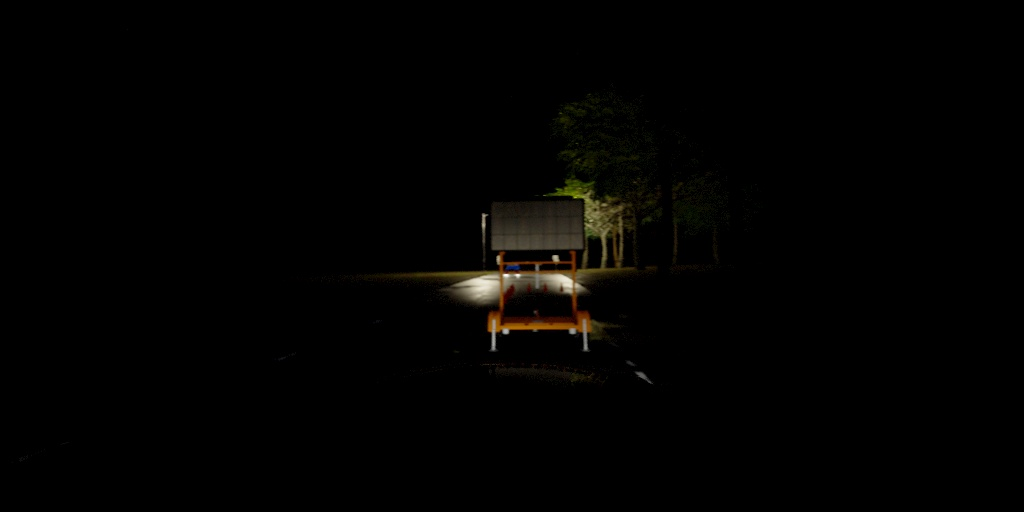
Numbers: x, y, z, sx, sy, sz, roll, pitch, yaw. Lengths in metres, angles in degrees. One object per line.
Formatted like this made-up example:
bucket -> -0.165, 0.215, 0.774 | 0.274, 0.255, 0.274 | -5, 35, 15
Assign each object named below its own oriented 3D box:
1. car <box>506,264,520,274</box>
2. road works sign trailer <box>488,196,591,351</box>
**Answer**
car -> 0.174, 1.871, 52.946 | 1.882, 1.535, 5.008 | -1, -1, 4
road works sign trailer -> 0.665, 0.289, 9.179 | 2.380, 3.560, 2.880 | 0, 0, 3
